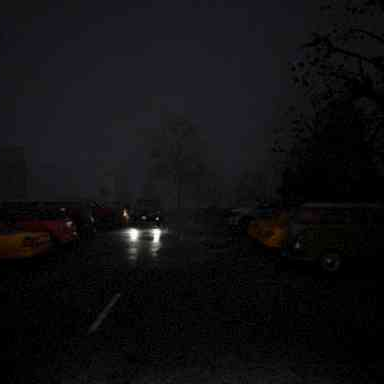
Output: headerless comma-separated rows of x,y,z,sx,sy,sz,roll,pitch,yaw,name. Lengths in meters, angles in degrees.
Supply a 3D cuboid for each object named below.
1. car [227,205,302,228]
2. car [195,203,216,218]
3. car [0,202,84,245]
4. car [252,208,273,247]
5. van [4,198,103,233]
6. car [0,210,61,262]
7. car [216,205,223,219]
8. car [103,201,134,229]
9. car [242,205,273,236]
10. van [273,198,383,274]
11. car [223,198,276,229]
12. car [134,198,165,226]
5.077,1.701,23.967,4.892,1.521,2.231,0,-1,0,car
2.073,2.040,37.421,1.882,1.535,5.008,-2,-3,25,car
-7.143,1.413,13.573,4.553,1.767,2.185,0,0,0,car
5.279,1.528,12.798,5.366,1.575,1.946,0,0,0,car
-7.058,1.351,16.611,4.442,1.987,1.878,0,-1,0,van
-7.360,1.510,10.654,5.366,1.575,1.946,0,0,0,car
5.042,1.506,26.641,5.566,2.045,2.435,0,-1,0,car
-7.152,1.423,22.803,5.566,2.045,2.435,0,-1,0,car
5.280,1.558,15.459,5.366,1.575,1.946,0,-1,0,car
4.976,1.282,10.006,4.442,1.987,1.878,0,0,0,van
5.066,1.393,21.179,5.566,2.045,2.435,0,-1,0,car
-3.295,1.479,25.642,2.150,2.045,5.566,0,-2,0,car
